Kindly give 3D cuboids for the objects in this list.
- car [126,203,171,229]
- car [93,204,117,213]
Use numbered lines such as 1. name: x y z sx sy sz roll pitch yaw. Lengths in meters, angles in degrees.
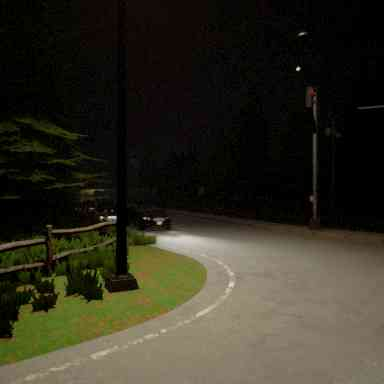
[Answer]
1. car: -2.865 1.465 20.681 2.128 1.511 4.902 0 0 -26
2. car: -8.032 1.537 32.014 1.994 1.385 4.181 0 0 -24
